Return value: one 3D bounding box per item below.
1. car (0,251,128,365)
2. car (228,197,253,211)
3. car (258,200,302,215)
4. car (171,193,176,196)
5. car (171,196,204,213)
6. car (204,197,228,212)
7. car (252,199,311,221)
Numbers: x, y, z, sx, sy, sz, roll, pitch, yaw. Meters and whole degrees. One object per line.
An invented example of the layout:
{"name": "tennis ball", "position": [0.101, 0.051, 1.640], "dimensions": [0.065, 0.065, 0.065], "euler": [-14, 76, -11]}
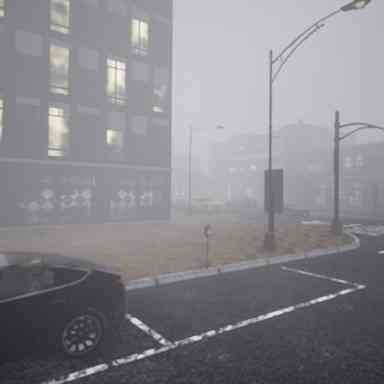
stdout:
{"name": "car", "position": [-2.983, 1.566, 4.426], "dimensions": [4.313, 1.339, 1.947], "euler": [0, 0, -36]}
{"name": "car", "position": [5.645, 1.283, 38.506], "dimensions": [1.967, 1.590, 4.097], "euler": [2, 0, -36]}
{"name": "car", "position": [8.937, 1.494, 34.041], "dimensions": [1.802, 1.307, 4.206], "euler": [2, 0, -36]}
{"name": "car", "position": [-0.943, 1.253, 47.429], "dimensions": [2.008, 1.369, 4.403], "euler": [2, 0, -36]}
{"name": "car", "position": [-1.099, 1.336, 33.528], "dimensions": [1.802, 1.307, 4.206], "euler": [2, 0, -36]}
{"name": "car", "position": [1.112, 1.262, 34.878], "dimensions": [1.882, 1.535, 5.008], "euler": [1, 0, -36]}
{"name": "car", "position": [7.270, 1.477, 26.539], "dimensions": [1.994, 1.385, 4.181], "euler": [1, 0, -36]}
